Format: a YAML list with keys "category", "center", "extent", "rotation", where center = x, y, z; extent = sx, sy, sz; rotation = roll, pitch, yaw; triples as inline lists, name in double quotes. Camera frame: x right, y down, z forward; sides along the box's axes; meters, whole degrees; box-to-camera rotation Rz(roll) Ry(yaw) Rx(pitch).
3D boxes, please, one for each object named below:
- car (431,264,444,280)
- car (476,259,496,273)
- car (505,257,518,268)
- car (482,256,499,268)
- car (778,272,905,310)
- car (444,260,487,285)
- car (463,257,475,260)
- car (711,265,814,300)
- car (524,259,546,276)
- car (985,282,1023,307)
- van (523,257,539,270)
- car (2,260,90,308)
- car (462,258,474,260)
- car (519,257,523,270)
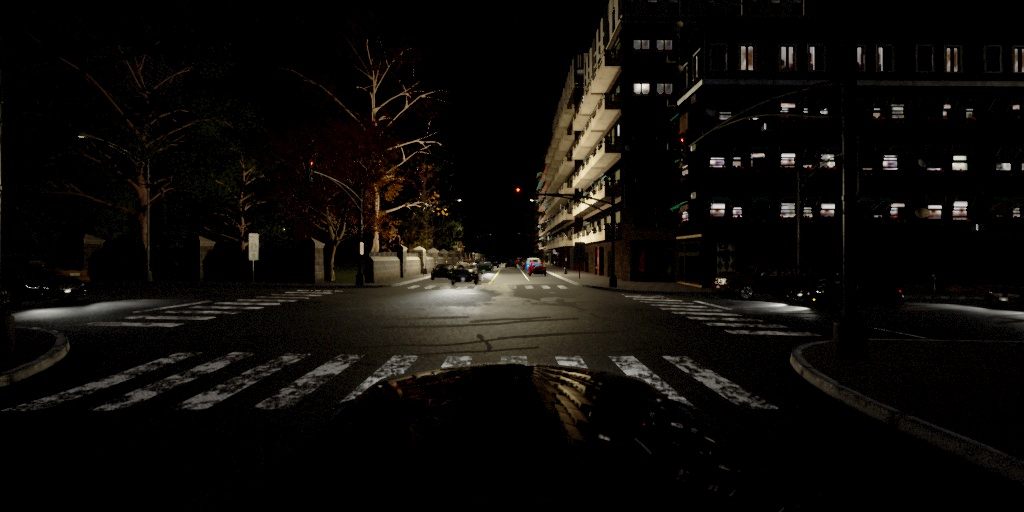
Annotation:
- category: "car"
  center: [-5.825, 1.330, 31.192]
  extent: [1.948, 1.339, 4.313]
  rotation: [0, 0, 0]
- category: "car"
  center: [-3.293, 1.377, 43.953]
  extent: [1.895, 1.301, 4.718]
  rotation: [0, 0, 0]
- category: "car"
  center: [-0.181, 1.366, 61.557]
  extent: [1.994, 1.385, 4.181]
  rotation: [0, 0, 0]
- category: "car"
  center: [-3.320, 1.024, 60.887]
  extent: [2.150, 2.045, 5.566]
  rotation: [0, 0, 0]
- category: "car"
  center: [15.115, 1.623, 16.377]
  extent: [4.181, 1.385, 1.994]
  rotation: [1, 0, -1]
- category: "car"
  center: [-3.210, 1.252, 25.874]
  extent: [2.128, 1.511, 4.902]
  rotation: [0, 0, 0]
- category: "car"
  center: [-5.904, 1.096, 48.083]
  extent: [2.192, 1.841, 5.009]
  rotation: [0, 0, 0]
- category: "car"
  center: [13.372, 1.353, 18.941]
  extent: [5.009, 1.841, 2.192]
  rotation: [0, 0, -1]
- category: "car"
  center: [2.529, 1.314, 36.861]
  extent: [1.888, 1.381, 4.507]
  rotation: [0, 0, 0]
- category: "car"
  center: [24.952, 1.764, 16.523]
  extent: [4.674, 1.442, 1.812]
  rotation: [1, 0, -1]
- category: "van"
  center: [2.503, 1.115, 42.492]
  extent: [1.690, 1.789, 3.998]
  rotation: [0, 0, 0]
- category: "car"
  center: [-18.207, 0.954, 12.704]
  extent: [4.892, 1.490, 1.837]
  rotation: [1, 0, -1]
- category: "car"
  center: [-5.876, 1.300, 42.283]
  extent: [1.751, 1.417, 4.829]
  rotation: [0, 0, 0]
- category: "car"
  center: [2.450, 1.229, 53.752]
  extent: [1.967, 1.591, 4.097]
  rotation: [0, 0, 0]
